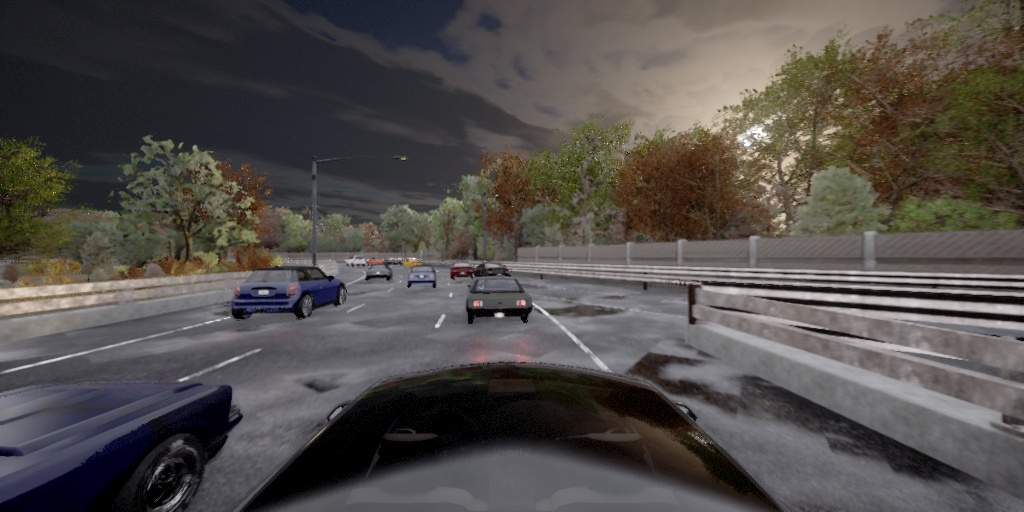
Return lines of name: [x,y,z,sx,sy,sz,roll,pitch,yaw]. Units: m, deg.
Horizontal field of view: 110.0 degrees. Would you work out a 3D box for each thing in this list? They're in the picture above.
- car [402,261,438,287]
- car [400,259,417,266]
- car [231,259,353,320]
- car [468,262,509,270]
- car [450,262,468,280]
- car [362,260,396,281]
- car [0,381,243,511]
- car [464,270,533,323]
car: [-6.083,1.302,24.512,2.033,1.411,5.357,0,0,-12]
car: [-16.752,1.243,60.113,1.882,1.535,5.008,0,0,-30]
car: [-7.740,1.120,12.976,2.097,1.767,4.553,0,0,-6]
car: [-1.710,1.212,27.936,1.882,1.535,5.008,0,0,-20]
car: [-4.409,1.224,31.520,1.882,1.535,5.008,-1,0,-10]
car: [-11.411,1.332,30.980,1.994,1.385,4.181,0,0,-16]
car: [-3.445,1.363,1.146,1.895,1.301,4.718,0,0,1]
car: [-0.577,1.343,12.165,1.895,1.301,4.718,0,0,-6]
